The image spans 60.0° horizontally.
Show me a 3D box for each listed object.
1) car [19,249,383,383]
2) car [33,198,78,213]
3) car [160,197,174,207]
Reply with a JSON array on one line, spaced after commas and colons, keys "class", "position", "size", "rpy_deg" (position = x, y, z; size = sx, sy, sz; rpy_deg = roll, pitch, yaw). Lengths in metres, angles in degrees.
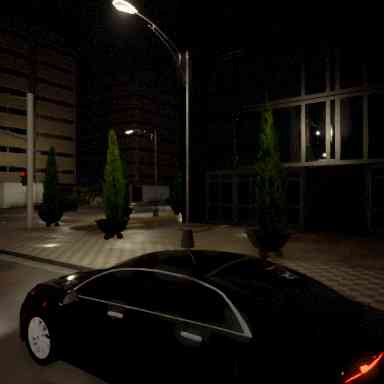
[{"class": "car", "position": [-0.267, 1.505, 4.183], "size": [4.892, 1.490, 1.837], "rpy_deg": [0, 0, 36]}, {"class": "car", "position": [-14.998, 1.410, 36.673], "size": [2.097, 1.767, 4.553], "rpy_deg": [0, 0, 35]}, {"class": "car", "position": [-3.150, 1.581, 53.423], "size": [1.812, 1.442, 4.674], "rpy_deg": [0, 0, 35]}]
